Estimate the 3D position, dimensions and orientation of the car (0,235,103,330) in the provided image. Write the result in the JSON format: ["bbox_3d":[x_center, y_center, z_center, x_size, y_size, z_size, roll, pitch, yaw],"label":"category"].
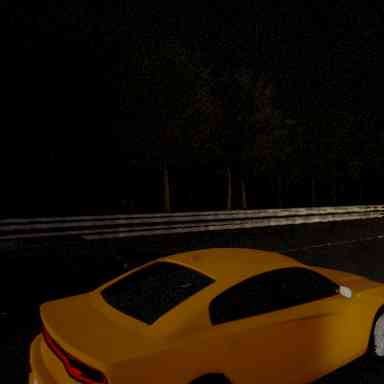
[{"bbox_3d":[-2.556,1.551,6.222,5.357,1.411,2.033,0,0,-35],"label":"car"}]

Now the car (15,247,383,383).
[{"bbox_3d":[0.715,1.485,4.256,5.008,1.535,1.882,0,0,-35],"label":"car"}]
